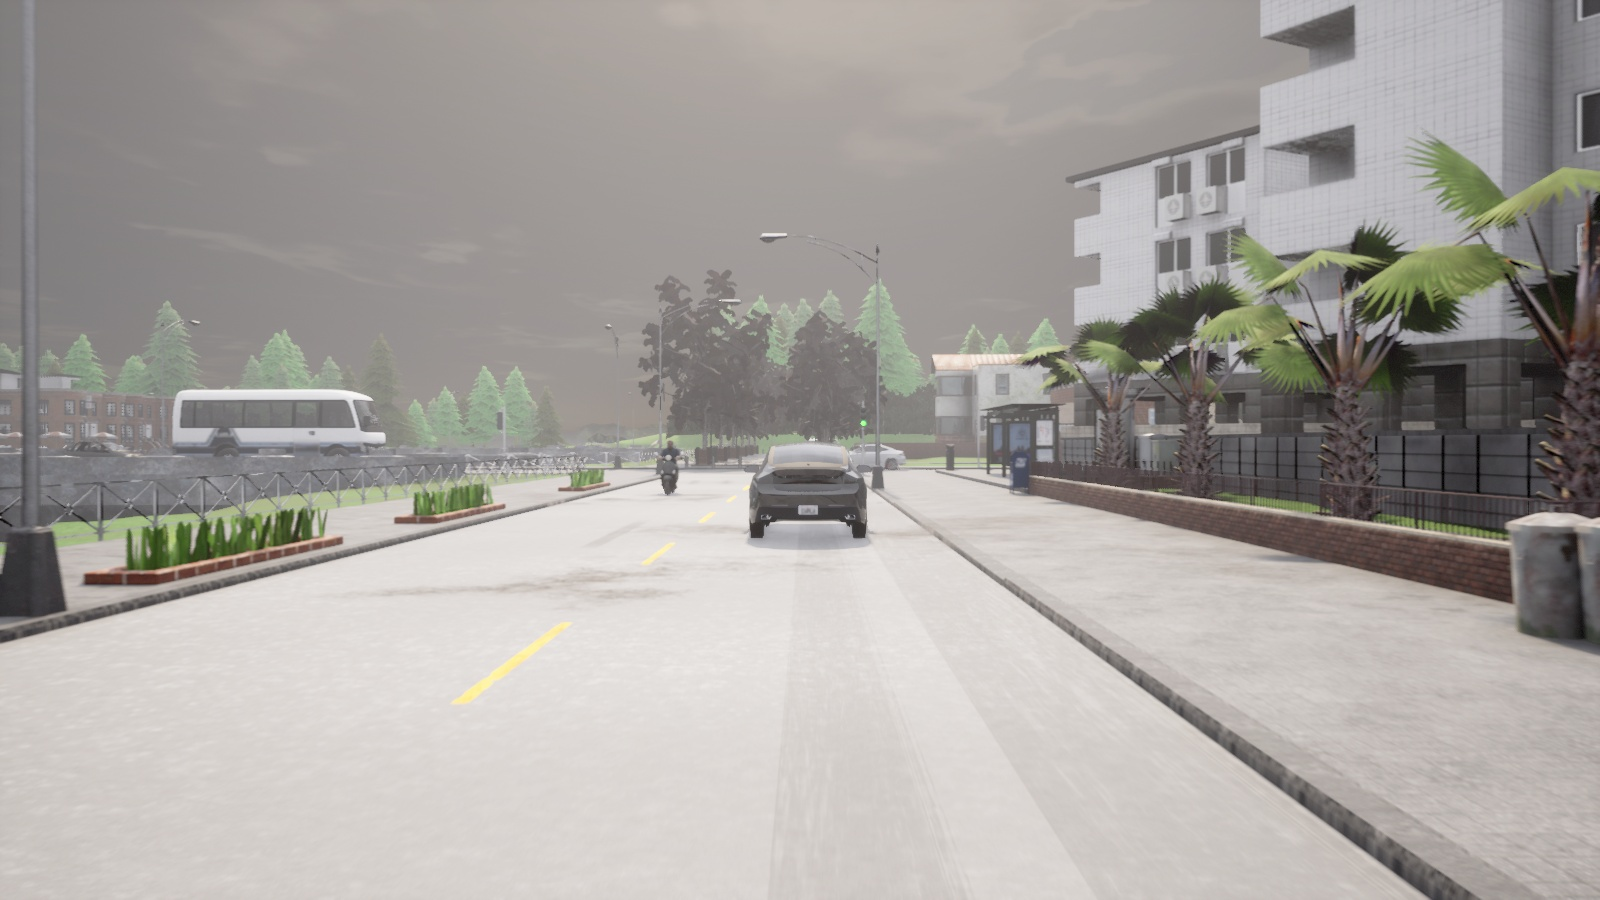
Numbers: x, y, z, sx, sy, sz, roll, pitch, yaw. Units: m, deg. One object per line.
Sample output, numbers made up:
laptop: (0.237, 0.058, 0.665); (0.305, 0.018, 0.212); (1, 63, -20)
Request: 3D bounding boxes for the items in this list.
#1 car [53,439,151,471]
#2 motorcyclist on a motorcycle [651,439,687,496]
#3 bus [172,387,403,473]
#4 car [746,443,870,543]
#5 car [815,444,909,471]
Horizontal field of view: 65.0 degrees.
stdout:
car: (-35.827, 0.252, 64.498); (3.988, 1.617, 1.851); (0, 0, 2)
motorcyclist on a motorcycle: (-3.782, 0.492, 36.370); (0.866, 1.590, 1.817); (0, 0, 0)
bus: (-26.133, -1.014, 64.472); (10.273, 4.253, 3.944); (0, 0, 2)
car: (0.134, 0.632, 21.143); (1.837, 1.490, 4.892); (0, 0, 0)
car: (3.301, 0.396, 67.186); (4.674, 1.442, 1.812); (0, 0, -17)
